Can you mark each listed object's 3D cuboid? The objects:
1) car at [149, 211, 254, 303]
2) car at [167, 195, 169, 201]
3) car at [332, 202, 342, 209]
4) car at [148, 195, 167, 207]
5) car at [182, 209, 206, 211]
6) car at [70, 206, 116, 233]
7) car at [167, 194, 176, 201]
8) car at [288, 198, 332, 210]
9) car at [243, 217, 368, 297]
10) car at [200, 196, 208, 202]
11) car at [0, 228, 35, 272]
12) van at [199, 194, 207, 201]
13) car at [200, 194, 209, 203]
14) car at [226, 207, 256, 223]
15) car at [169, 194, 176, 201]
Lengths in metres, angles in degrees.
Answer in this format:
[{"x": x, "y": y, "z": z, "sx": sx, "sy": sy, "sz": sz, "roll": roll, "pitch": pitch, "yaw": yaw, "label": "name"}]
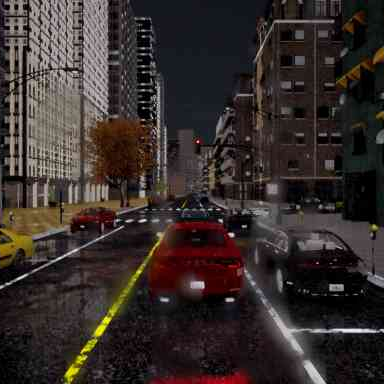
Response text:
[{"x": 0.102, "y": 1.478, "z": 8.294, "sx": 1.882, "sy": 1.535, "sz": 5.008, "roll": 0, "pitch": 0, "yaw": 0, "label": "car"}, {"x": -5.619, "y": 1.607, "z": 57.377, "sx": 1.947, "sy": 1.339, "sz": 4.313, "roll": 0, "pitch": 0, "yaw": 0, "label": "car"}, {"x": 18.871, "y": 1.259, "z": 38.895, "sx": 4.829, "sy": 1.417, "sz": 1.752, "roll": -1, "pitch": 1, "yaw": 0, "label": "car"}, {"x": -5.627, "y": 1.349, "z": 51.854, "sx": 2.192, "sy": 1.841, "sz": 5.009, "roll": 0, "pitch": 0, "yaw": 0, "label": "car"}, {"x": 0.110, "y": 1.605, "z": 18.385, "sx": 1.895, "sy": 1.301, "sz": 4.718, "roll": 0, "pitch": 0, "yaw": 0, "label": "car"}, {"x": -5.667, "y": 1.549, "z": 19.466, "sx": 1.887, "sy": 1.381, "sz": 4.507, "roll": 0, "pitch": 0, "yaw": 0, "label": "car"}, {"x": -5.578, "y": 1.410, "z": 90.514, "sx": 2.192, "sy": 1.841, "sz": 5.009, "roll": 0, "pitch": 0, "yaw": 0, "label": "car"}, {"x": 13.475, "y": 1.359, "z": 38.848, "sx": 4.403, "sy": 1.369, "sz": 2.008, "roll": -1, "pitch": 1, "yaw": 0, "label": "car"}, {"x": 2.700, "y": 1.552, "z": 8.389, "sx": 2.008, "sy": 1.369, "sz": 4.403, "roll": 0, "pitch": 0, "yaw": 0, "label": "car"}, {"x": 2.789, "y": 1.599, "z": 79.627, "sx": 1.752, "sy": 1.417, "sz": 4.829, "roll": 0, "pitch": 0, "yaw": 0, "label": "car"}, {"x": -5.681, "y": 1.526, "z": 8.230, "sx": 1.752, "sy": 1.417, "sz": 4.829, "roll": 0, "pitch": 0, "yaw": 0, "label": "car"}, {"x": 2.796, "y": 1.425, "z": 84.981, "sx": 1.690, "sy": 1.788, "sz": 3.998, "roll": 0, "pitch": 0, "yaw": 0, "label": "van"}, {"x": 2.782, "y": 1.630, "z": 73.934, "sx": 1.947, "sy": 1.339, "sz": 4.313, "roll": 0, "pitch": 0, "yaw": 0, "label": "car"}, {"x": 2.713, "y": 1.555, "z": 19.455, "sx": 2.008, "sy": 1.369, "sz": 4.403, "roll": 0, "pitch": 0, "yaw": 0, "label": "car"}, {"x": -5.585, "y": 1.649, "z": 84.992, "sx": 1.947, "sy": 1.339, "sz": 4.313, "roll": 0, "pitch": 0, "yaw": 0, "label": "car"}]
